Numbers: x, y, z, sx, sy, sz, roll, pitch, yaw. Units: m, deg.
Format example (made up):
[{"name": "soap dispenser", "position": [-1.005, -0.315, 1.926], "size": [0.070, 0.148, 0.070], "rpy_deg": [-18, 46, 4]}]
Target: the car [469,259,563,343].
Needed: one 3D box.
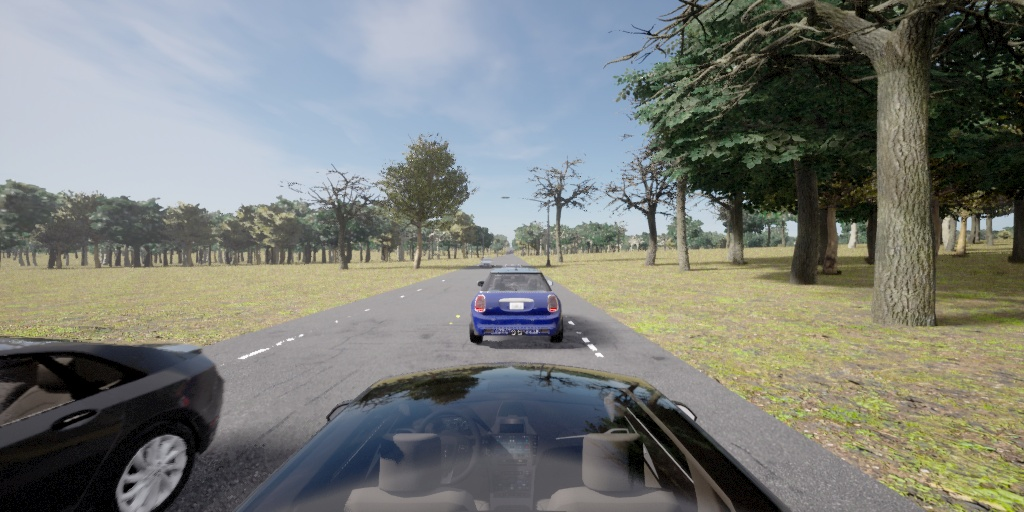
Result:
[{"name": "car", "position": [0.088, 1.085, 9.819], "size": [2.097, 1.767, 4.553], "rpy_deg": [0, 0, 0]}]

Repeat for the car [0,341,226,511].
[{"name": "car", "position": [-3.599, 1.255, 1.324], "size": [1.837, 1.490, 4.892], "rpy_deg": [0, 0, 0]}]

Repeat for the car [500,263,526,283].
[{"name": "car", "position": [0.068, 1.256, 27.922], "size": [1.895, 1.301, 4.718], "rpy_deg": [0, 0, 0]}]
